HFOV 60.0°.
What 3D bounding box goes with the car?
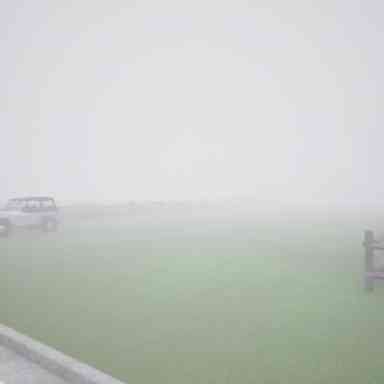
[{"bbox_3d":[-8.559,1.170,16.634,1.905,1.878,3.866,0,0,35],"label":"car"}]
